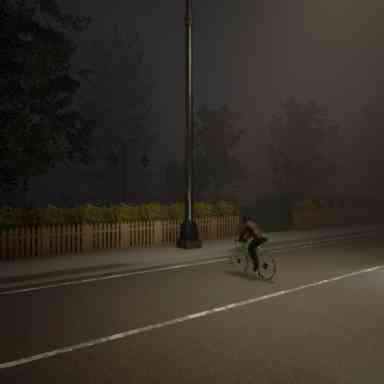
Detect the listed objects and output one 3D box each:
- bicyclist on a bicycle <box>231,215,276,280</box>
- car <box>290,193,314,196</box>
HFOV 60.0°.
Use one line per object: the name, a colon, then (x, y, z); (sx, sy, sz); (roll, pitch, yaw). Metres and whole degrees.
bicyclist on a bicycle: (1.578, 1.455, 8.865); (0.582, 1.620, 1.656); (0, -2, -35)
car: (16.021, 1.222, 46.543); (2.150, 2.045, 5.566); (0, 0, -36)
